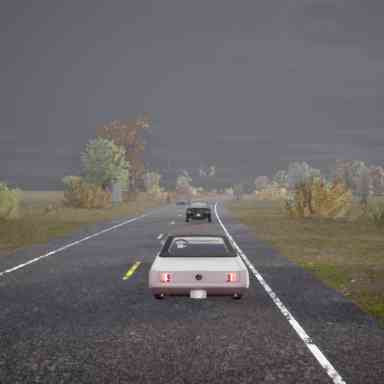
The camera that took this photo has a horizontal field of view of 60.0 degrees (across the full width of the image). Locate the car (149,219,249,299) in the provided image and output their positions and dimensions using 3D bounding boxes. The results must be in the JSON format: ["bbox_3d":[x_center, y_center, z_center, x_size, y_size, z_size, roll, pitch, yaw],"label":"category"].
[{"bbox_3d":[0.134,1.603,8.367,1.895,1.301,4.718,0,0,0],"label":"car"}]

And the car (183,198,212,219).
[{"bbox_3d":[0.539,1.482,26.057,1.882,1.535,5.008,0,0,2],"label":"car"}]

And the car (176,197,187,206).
[{"bbox_3d":[-1.377,1.564,54.881,1.994,1.385,4.181,0,0,5],"label":"car"}]
